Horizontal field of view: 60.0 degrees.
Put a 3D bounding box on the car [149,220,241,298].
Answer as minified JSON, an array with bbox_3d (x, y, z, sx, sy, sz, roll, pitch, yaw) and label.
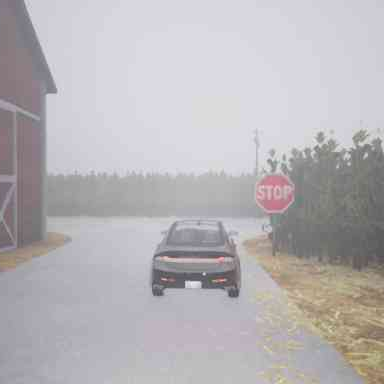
[{"bbox_3d":[0.163,1.454,8.465,2.128,1.511,4.902,0,0,3],"label":"car"}]
